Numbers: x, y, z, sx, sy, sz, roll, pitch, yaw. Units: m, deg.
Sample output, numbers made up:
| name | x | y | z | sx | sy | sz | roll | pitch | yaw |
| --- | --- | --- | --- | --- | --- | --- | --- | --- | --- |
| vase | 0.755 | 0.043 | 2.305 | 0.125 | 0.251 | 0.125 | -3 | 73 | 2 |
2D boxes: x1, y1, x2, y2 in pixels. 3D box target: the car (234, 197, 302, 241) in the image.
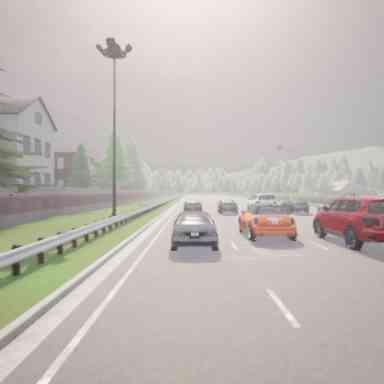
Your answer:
| name | x | y | z | sx | sy | sz | roll | pitch | yaw |
| --- | --- | --- | --- | --- | --- | --- | --- | --- | --- |
| car | 3.600 | 1.321 | 16.633 | 2.097 | 1.767 | 4.553 | 0 | 0 | 0 |

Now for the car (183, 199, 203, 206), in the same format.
| name | x | y | z | sx | sy | sz | roll | pitch | yaw |
| --- | --- | --- | --- | --- | --- | --- | --- | --- | --- |
| car | 0.097 | 1.427 | 34.525 | 2.128 | 1.511 | 4.902 | 0 | 0 | 0 |

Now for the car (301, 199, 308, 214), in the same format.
| name | x | y | z | sx | sy | sz | roll | pitch | yaw |
| --- | --- | --- | --- | --- | --- | --- | --- | --- | --- |
| car | 10.597 | 1.427 | 34.514 | 2.128 | 1.511 | 4.902 | 0 | 0 | 0 |

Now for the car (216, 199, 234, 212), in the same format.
| name | x | y | z | sx | sy | sz | roll | pitch | yaw |
| --- | --- | --- | --- | --- | --- | --- | --- | --- | --- |
| car | 3.597 | 1.427 | 34.534 | 2.128 | 1.511 | 4.902 | 0 | 0 | 0 |

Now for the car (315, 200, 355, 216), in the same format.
| name | x | y | z | sx | sy | sz | roll | pitch | yaw |
| --- | --- | --- | --- | --- | --- | --- | --- | --- | --- |
| car | 14.097 | 1.540 | 33.082 | 1.895 | 1.301 | 4.718 | 0 | 0 | 0 |

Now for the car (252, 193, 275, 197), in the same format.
| name | x | y | z | sx | sy | sz | roll | pitch | yaw |
| --- | --- | --- | --- | --- | --- | --- | --- | --- | --- |
| car | 7.097 | 1.158 | 33.908 | 2.150 | 2.045 | 5.566 | 0 | 0 | 0 |

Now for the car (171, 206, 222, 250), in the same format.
| name | x | y | z | sx | sy | sz | roll | pitch | yaw |
| --- | --- | --- | --- | --- | --- | --- | --- | --- | --- |
| car | 0.098 | 1.521 | 14.149 | 2.033 | 1.411 | 5.357 | 0 | 0 | 0 |

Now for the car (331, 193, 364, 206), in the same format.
| name | x | y | z | sx | sy | sz | roll | pitch | yaw |
| --- | --- | --- | --- | --- | --- | --- | --- | --- | --- |
| car | 22.917 | 1.122 | 49.137 | 3.866 | 1.878 | 1.905 | 0 | 0 | 0 |

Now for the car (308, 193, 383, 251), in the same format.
| name | x | y | z | sx | sy | sz | roll | pitch | yaw |
| --- | --- | --- | --- | --- | --- | --- | --- | --- | --- |
| car | 7.099 | 1.195 | 14.177 | 2.150 | 2.045 | 5.566 | 0 | 0 | 0 |
